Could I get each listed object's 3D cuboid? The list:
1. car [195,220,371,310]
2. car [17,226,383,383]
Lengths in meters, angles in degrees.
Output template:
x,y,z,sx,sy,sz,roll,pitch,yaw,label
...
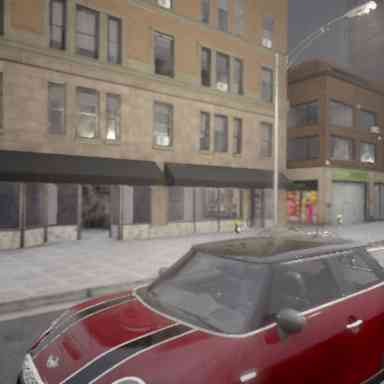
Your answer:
x,y,z,sx,sy,sz,roll,pitch,yaw,label
2.443,1.587,8.504,4.403,1.369,2.008,0,0,-36,car
0.582,1.366,3.769,4.553,1.767,2.097,0,0,-36,car
